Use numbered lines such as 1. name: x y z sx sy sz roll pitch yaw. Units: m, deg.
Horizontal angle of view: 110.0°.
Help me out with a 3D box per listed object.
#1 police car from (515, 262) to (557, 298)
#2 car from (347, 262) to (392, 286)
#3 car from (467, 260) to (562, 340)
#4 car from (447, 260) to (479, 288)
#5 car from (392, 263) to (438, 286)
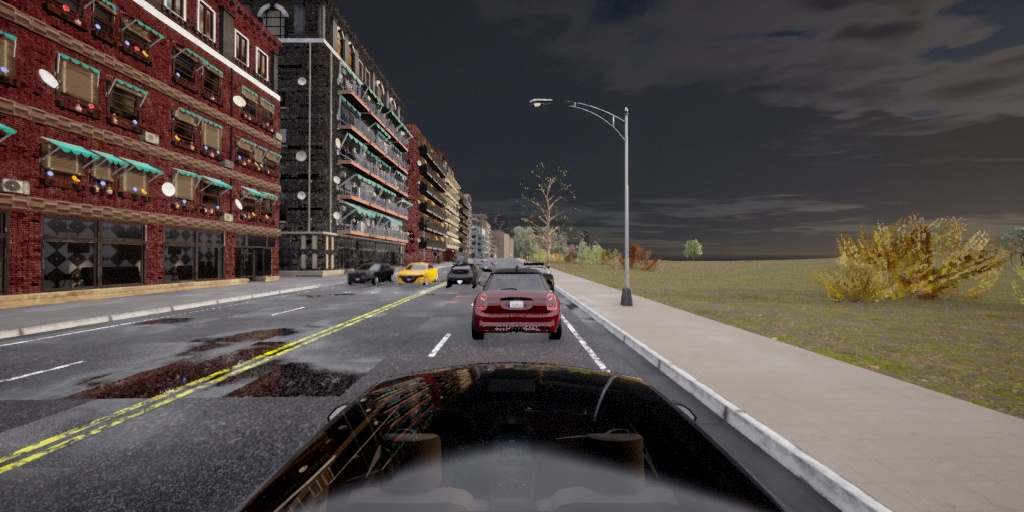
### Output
1. police car: 1.174 1.177 19.649 1.930 1.638 5.238 0 0 0
2. car: -9.802 1.230 25.276 1.882 1.535 5.008 0 0 0
3. car: 0.113 1.103 10.154 2.097 1.767 4.553 0 0 0
4. car: -3.104 1.258 23.772 1.837 1.490 4.892 0 0 0
5. car: -6.551 1.230 25.281 1.882 1.535 5.008 0 0 0
